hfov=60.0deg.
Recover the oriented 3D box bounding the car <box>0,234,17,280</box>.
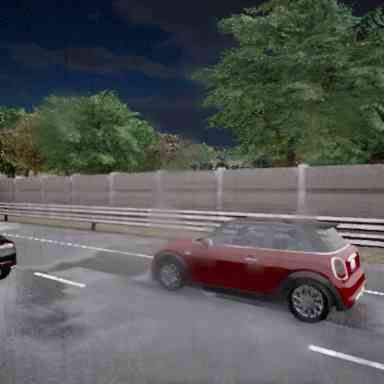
[{"bbox_3d":[-6.430,1.454,8.583,4.902,1.511,2.128,0,0,36],"label":"car"}]

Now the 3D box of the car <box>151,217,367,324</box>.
[{"bbox_3d":[1.250,1.339,7.401,4.553,1.767,2.097,0,0,36],"label":"car"}]
